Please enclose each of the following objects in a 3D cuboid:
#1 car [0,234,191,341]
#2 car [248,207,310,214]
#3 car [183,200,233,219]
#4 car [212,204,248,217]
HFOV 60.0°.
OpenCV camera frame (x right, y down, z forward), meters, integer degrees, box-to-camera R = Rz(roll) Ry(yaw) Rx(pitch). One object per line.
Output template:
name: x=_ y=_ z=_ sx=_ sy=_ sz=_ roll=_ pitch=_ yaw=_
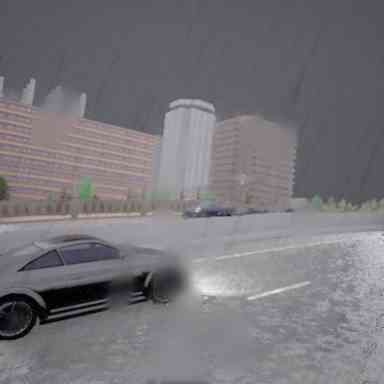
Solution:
car: x=-2.088 y=1.545 z=6.554 sx=4.181 sy=1.385 sz=1.994 roll=-1 pitch=0 yaw=-35
car: x=6.082 y=1.647 z=21.091 sx=4.718 sy=1.301 sz=1.895 roll=2 pitch=-1 yaw=-35
car: x=1.518 y=1.377 z=26.445 sx=4.553 sy=1.767 sz=2.097 roll=2 pitch=-1 yaw=-35
car: x=4.055 y=1.713 z=23.944 sx=4.718 sy=1.301 sz=1.895 roll=2 pitch=-1 yaw=-35
